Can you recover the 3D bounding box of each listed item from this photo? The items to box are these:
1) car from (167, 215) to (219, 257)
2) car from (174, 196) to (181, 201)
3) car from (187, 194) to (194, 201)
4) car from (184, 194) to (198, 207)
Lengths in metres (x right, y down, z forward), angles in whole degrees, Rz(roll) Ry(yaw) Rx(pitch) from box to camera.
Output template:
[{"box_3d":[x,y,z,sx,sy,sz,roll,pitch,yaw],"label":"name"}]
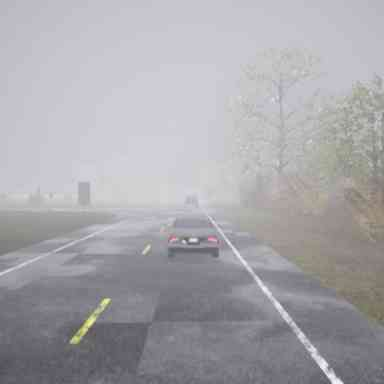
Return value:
[{"box_3d":[0.038,1.599,13.163,2.033,1.411,5.357,0,0,0],"label":"car"},{"box_3d":[-3.858,1.756,87.766,2.033,1.411,5.357,0,0,0],"label":"car"},{"box_3d":[-0.380,1.584,93.145,2.097,1.767,4.553,0,0,0],"label":"car"},{"box_3d":[-0.130,1.397,56.362,2.150,2.045,5.566,0,0,0],"label":"car"}]
